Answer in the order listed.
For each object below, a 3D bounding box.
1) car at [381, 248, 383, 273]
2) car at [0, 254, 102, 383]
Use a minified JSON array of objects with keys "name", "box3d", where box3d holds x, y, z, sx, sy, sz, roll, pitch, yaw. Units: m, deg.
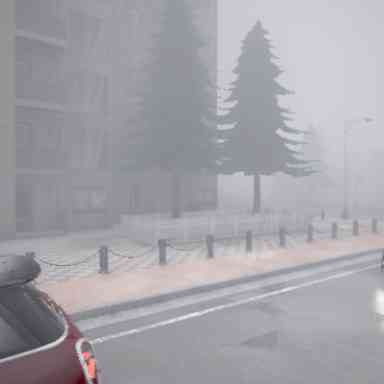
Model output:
[{"name":"car","box3d":[6.912,1.447,8.833,4.902,1.511,2.128,0,0,-35]},{"name":"car","box3d":[-2.886,1.357,1.917,4.553,1.767,2.097,0,0,-36]}]
